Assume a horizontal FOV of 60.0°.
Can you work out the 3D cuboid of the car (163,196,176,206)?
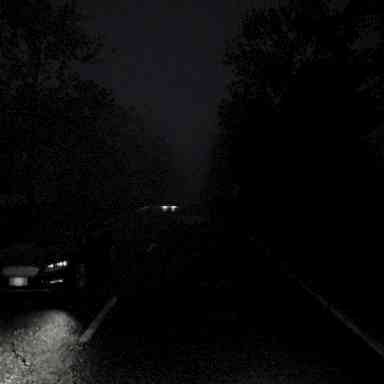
[{"bbox_3d":[-3.324,1.322,50.094,2.033,1.411,5.357,0,0,0],"label":"car"}]

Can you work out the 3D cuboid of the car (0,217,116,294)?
[{"bbox_3d":[-3.349,1.460,8.871,2.128,1.511,4.902,0,0,0],"label":"car"}]
